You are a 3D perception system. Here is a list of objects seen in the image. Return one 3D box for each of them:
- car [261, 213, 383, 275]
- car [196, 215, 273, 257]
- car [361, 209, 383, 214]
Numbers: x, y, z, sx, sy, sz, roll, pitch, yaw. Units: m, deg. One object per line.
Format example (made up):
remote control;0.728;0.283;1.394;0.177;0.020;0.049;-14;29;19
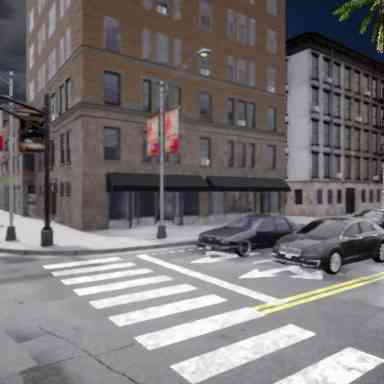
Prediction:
car;4.745;1.625;11.038;4.892;1.490;1.837;1;0;-36
car;2.766;1.667;13.663;5.357;1.411;2.033;1;0;-35
car;10.673;1.731;19.287;4.674;1.442;1.812;0;0;-35
